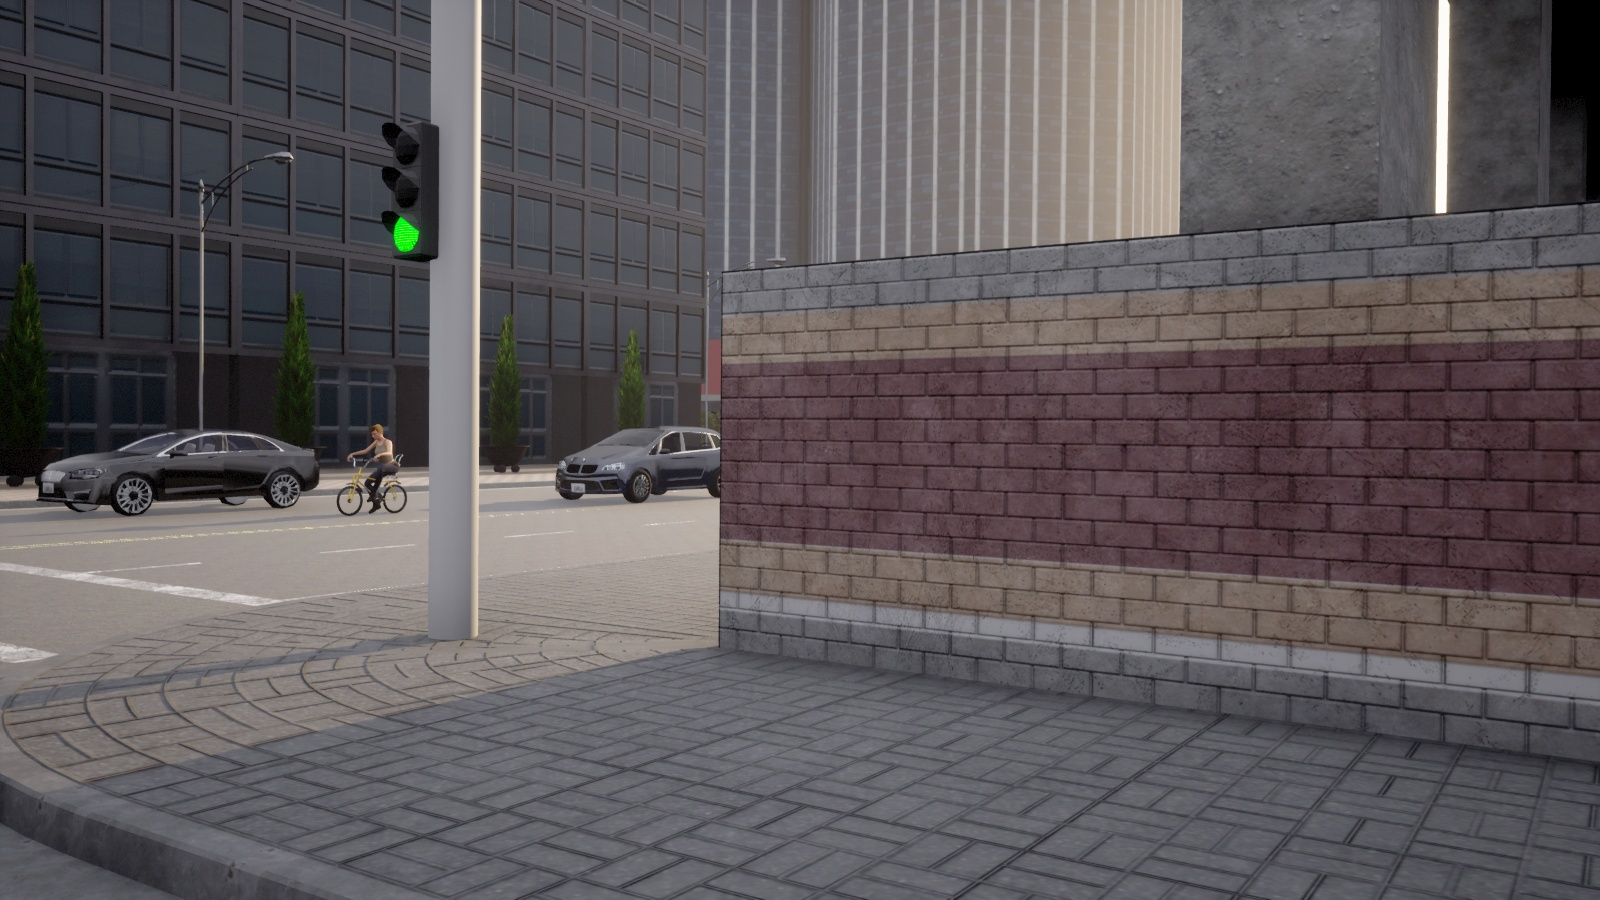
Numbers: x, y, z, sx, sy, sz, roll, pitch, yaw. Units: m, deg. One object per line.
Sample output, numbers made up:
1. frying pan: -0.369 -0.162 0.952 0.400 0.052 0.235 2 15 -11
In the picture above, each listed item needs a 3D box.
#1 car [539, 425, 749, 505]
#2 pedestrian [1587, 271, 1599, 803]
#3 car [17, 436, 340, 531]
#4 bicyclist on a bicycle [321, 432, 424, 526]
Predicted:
1. car: -3.441 0.272 28.584 2.242 1.667 4.611 0 1 34
2. pedestrian: 3.131 0.306 4.048 0.900 1.855 0.874 0 1 25
3. car: -11.276 0.529 23.165 2.128 1.511 4.902 0 1 34
4. bicyclist on a bicycle: -7.597 0.487 22.361 0.866 1.612 1.509 0 1 34
